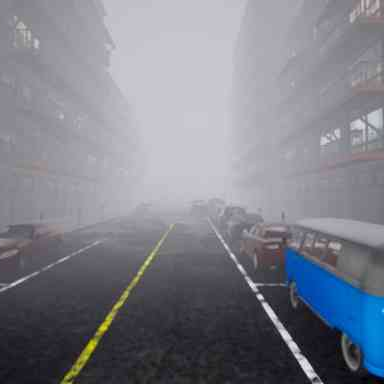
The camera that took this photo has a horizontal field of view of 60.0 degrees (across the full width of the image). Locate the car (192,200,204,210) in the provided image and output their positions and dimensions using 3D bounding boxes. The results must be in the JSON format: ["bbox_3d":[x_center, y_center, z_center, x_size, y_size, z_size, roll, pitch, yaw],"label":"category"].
[{"bbox_3d":[0.856,1.966,51.291,1.837,1.490,4.892,0,0,0],"label":"car"}]

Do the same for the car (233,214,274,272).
[{"bbox_3d":[2.702,1.649,11.000,1.887,1.381,4.507,1,-1,0],"label":"car"}]

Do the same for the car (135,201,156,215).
[{"bbox_3d":[-5.671,1.942,39.412,1.802,1.307,4.206,1,-1,0],"label":"car"}]

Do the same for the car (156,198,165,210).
[{"bbox_3d":[-5.668,2.023,50.755,1.947,1.339,4.313,1,0,0],"label":"car"}]

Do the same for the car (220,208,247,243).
[{"bbox_3d":[2.704,1.723,16.670,1.947,1.339,4.313,1,-1,0],"label":"car"}]

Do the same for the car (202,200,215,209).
[{"bbox_3d":[2.714,2.049,56.365,1.887,1.381,4.507,1,0,0],"label":"car"}]

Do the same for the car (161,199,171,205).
[{"bbox_3d":[-5.662,2.192,73.440,1.887,1.381,4.507,1,0,0],"label":"car"}]

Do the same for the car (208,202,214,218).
[{"bbox_3d":[2.707,1.811,28.011,2.008,1.369,4.403,1,-1,0],"label":"car"}]

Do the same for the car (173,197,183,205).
[{"bbox_3d":[-2.984,1.982,71.803,2.097,1.767,4.553,0,0,0],"label":"car"}]

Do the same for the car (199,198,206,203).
[{"bbox_3d":[2.723,2.364,90.390,1.802,1.307,4.206,1,0,0],"label":"car"}]

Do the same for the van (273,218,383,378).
[{"bbox_3d":[2.704,1.393,5.330,1.690,1.788,3.998,1,-1,0],"label":"van"}]

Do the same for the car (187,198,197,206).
[{"bbox_3d":[0.016,2.046,70.469,2.128,1.511,4.902,0,0,0],"label":"car"}]

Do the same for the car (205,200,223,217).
[{"bbox_3d":[2.708,1.861,33.682,2.008,1.369,4.403,1,0,0],"label":"car"}]

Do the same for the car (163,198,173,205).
[{"bbox_3d":[-5.661,2.244,79.111,2.008,1.369,4.403,1,0,0],"label":"car"}]

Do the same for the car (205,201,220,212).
[{"bbox_3d":[2.711,1.934,45.194,1.752,1.417,4.829,1,0,0],"label":"car"}]

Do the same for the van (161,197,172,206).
[{"bbox_3d":[-5.661,1.941,67.771,1.690,1.788,3.998,1,0,0],"label":"van"}]

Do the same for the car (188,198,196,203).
[{"bbox_3d":[0.019,2.194,85.470,1.994,1.385,4.181,0,0,0],"label":"car"}]

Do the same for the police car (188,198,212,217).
[{"bbox_3d":[0.706,1.750,35.388,1.930,1.638,5.238,0,0,-2],"label":"police car"}]

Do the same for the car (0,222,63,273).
[{"bbox_3d":[-5.678,1.687,11.058,1.802,1.307,4.206,1,-1,0],"label":"car"}]

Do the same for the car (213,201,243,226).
[{"bbox_3d":[2.707,1.649,22.342,1.967,1.590,4.097,1,-1,0],"label":"car"}]

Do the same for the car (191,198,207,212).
[{"bbox_3d":[0.875,1.761,45.262,2.097,1.767,4.553,0,0,0],"label":"car"}]

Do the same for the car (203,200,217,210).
[{"bbox_3d":[2.712,2.001,50.694,1.887,1.381,4.507,1,0,0],"label":"car"}]

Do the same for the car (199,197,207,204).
[{"bbox_3d":[2.722,2.178,84.719,1.967,1.590,4.097,1,0,0],"label":"car"}]

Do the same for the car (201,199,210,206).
[{"bbox_3d":[2.717,2.126,67.876,1.752,1.417,4.829,1,0,0],"label":"car"}]
